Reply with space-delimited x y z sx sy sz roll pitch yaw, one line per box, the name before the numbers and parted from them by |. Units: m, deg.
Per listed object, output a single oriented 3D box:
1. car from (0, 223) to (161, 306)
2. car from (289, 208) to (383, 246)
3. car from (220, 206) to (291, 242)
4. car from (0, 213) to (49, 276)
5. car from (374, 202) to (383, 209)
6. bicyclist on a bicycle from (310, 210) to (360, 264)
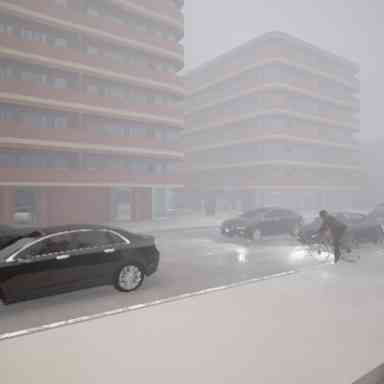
car | -3.046 1.503 7.353 4.892 1.490 1.837 -1 0 -36
car | 6.390 1.562 14.232 4.181 1.385 1.994 0 0 -36
car | 3.581 1.503 16.521 4.892 1.490 1.837 0 0 -35
car | -6.752 1.478 8.980 5.008 1.535 1.882 0 0 -36
car | 15.166 1.351 24.864 4.553 1.767 2.097 0 0 -36
bicyclist on a bicycle | 4.264 1.364 10.188 0.582 1.620 1.656 0 -9 -36
